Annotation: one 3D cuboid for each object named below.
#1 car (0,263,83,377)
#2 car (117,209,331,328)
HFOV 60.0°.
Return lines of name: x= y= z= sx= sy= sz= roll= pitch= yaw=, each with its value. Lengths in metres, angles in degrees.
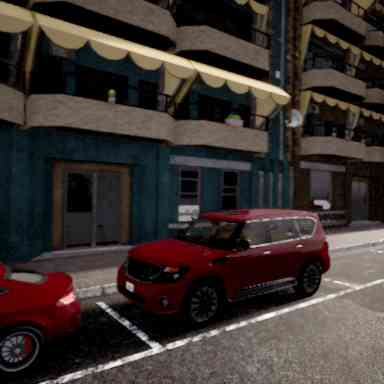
car: x=-3.522 y=1.579 z=4.032 sx=4.206 sy=1.307 sz=1.802 roll=0 pitch=1 yaw=-35
car: x=0.977 y=1.339 z=7.236 sx=5.009 sy=1.841 sz=2.192 roll=0 pitch=1 yaw=-35
